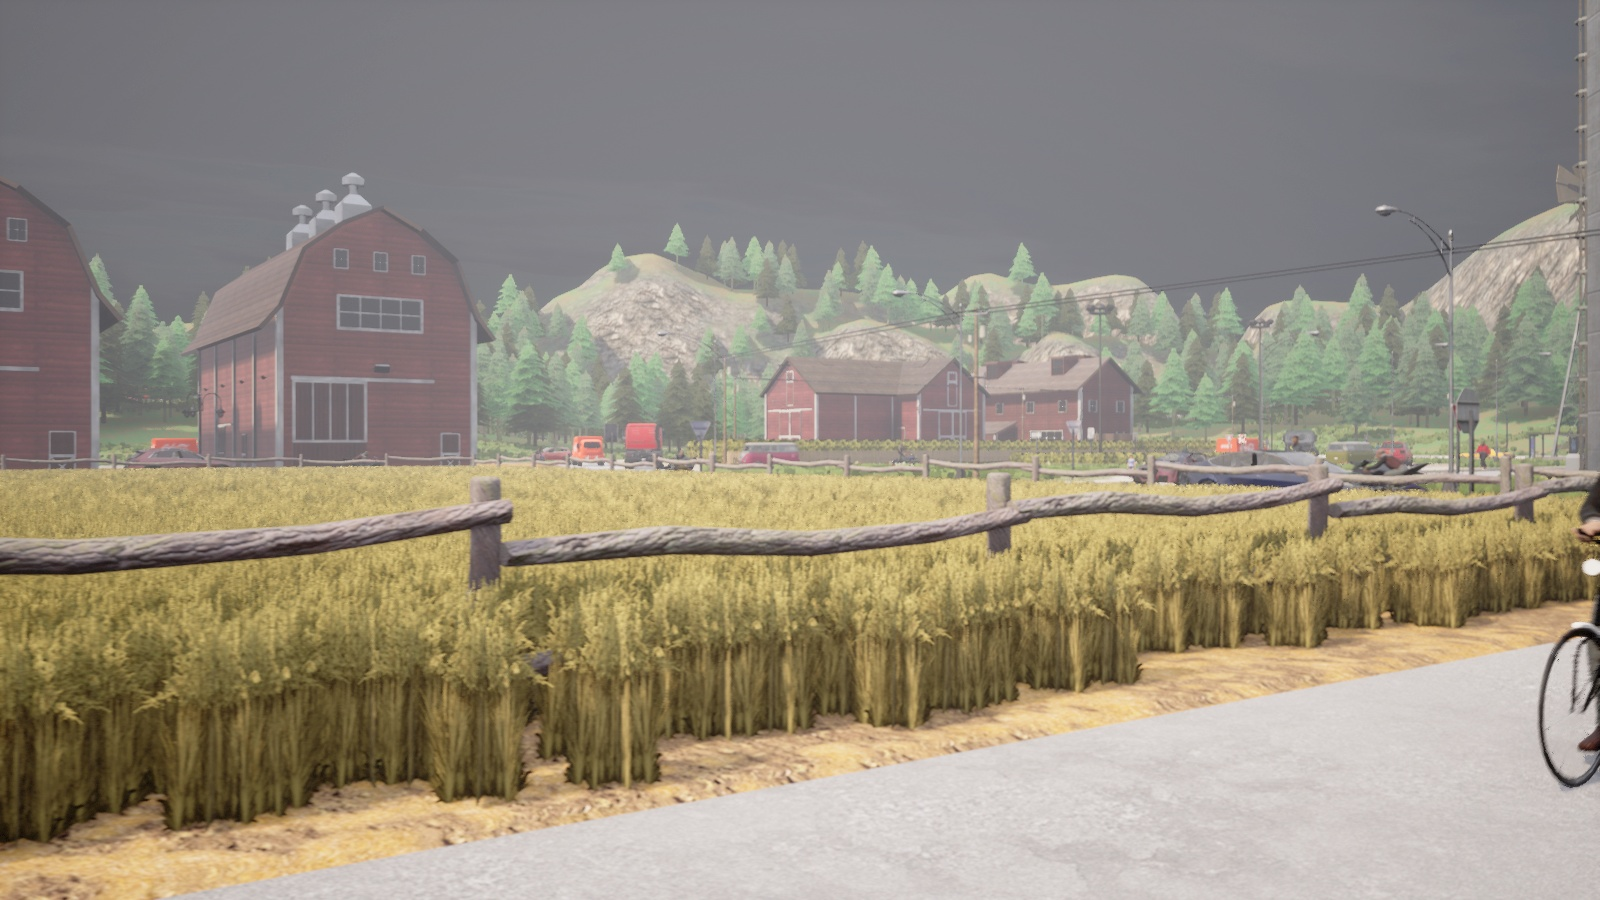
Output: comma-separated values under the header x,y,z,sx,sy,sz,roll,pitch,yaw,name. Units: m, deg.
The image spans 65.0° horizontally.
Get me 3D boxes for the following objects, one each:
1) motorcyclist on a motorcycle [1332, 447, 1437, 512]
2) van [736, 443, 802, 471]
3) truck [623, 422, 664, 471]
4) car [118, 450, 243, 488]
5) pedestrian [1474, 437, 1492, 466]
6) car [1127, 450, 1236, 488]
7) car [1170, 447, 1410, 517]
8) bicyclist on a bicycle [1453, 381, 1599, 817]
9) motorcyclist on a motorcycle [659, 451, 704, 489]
x,y,z,sx,sy,sz,roll,pitch,yaw,name
14.330,0.700,30.862,0.866,1.530,2.191,0,0,-35,motorcyclist on a motorcycle
-2.272,0.492,91.290,4.442,1.987,1.775,-1,0,-24,van
-11.669,-0.289,93.666,2.891,3.462,7.936,0,0,-7,truck
-28.681,0.852,58.231,4.856,1.649,2.033,0,0,-38,car
43.588,0.119,80.144,0.899,1.844,0.634,0,0,-35,pedestrian
15.037,0.717,49.400,4.181,1.385,1.994,0,0,-36,car
11.248,0.685,29.164,2.163,1.488,4.792,0,0,-35,car
3.863,0.607,5.859,1.843,1.776,0.659,0,0,-35,bicyclist on a bicycle
-4.945,0.811,52.309,0.866,1.530,2.191,0,0,-35,motorcyclist on a motorcycle
